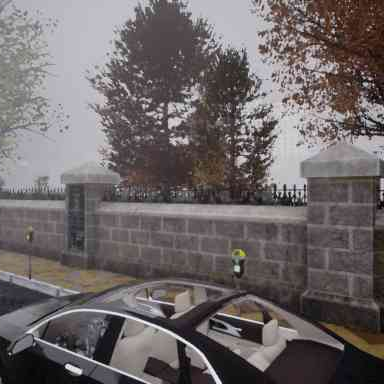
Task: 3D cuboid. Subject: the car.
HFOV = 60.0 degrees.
[{"bbox_3d":[-0.428,1.551,3.183,4.403,1.369,2.008,0,0,36],"label":"car"}]
